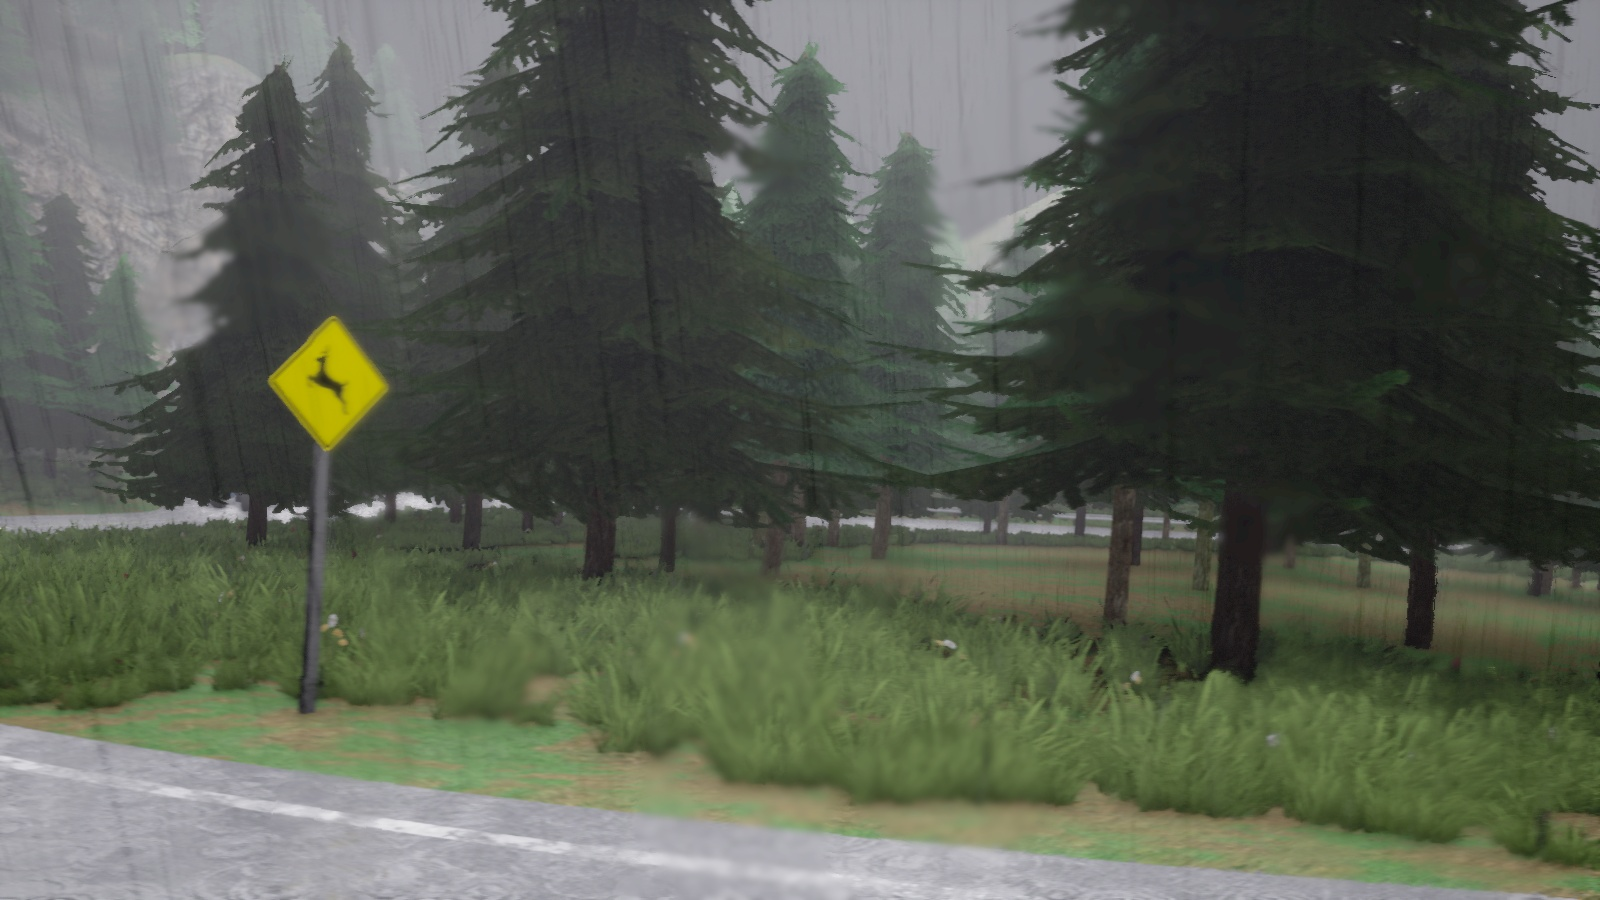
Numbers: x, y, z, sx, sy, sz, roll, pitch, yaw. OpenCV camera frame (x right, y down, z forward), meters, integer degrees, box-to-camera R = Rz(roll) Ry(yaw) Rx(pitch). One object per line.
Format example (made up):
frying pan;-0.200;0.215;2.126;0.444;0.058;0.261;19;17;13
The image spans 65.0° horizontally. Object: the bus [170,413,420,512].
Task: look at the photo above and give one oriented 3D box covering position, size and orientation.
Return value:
bus;-23.485;0.445;59.068;3.944;4.253;10.273;1;1;40
